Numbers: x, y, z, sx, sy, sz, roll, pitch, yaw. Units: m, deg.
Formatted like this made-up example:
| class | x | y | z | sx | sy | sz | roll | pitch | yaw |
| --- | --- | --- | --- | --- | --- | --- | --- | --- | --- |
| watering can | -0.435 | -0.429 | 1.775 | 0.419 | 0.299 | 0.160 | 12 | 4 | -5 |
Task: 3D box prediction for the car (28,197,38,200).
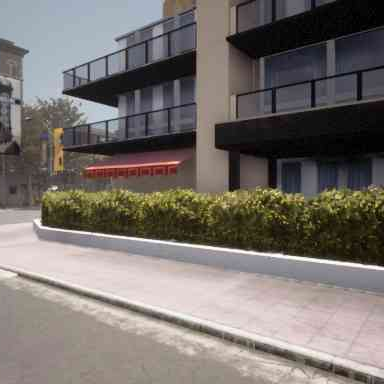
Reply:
| class | x | y | z | sx | sy | sz | roll | pitch | yaw |
| --- | --- | --- | --- | --- | --- | --- | --- | --- | --- |
| car | -34.495 | 1.481 | 68.404 | 4.892 | 1.521 | 2.231 | 0 | 0 | 37 |
